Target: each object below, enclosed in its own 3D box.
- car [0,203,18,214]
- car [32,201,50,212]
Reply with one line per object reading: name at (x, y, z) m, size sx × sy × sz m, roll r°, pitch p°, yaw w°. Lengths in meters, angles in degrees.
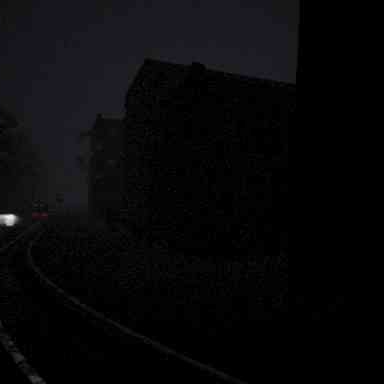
car at (-23.109, 2.005, 41.543) m, size 1.895 × 1.301 × 4.718 m, roll 2°, pitch -1°, yaw -19°
car at (-21.469, 2.045, 47.298) m, size 2.128 × 1.511 × 4.902 m, roll 2°, pitch -1°, yaw -20°
